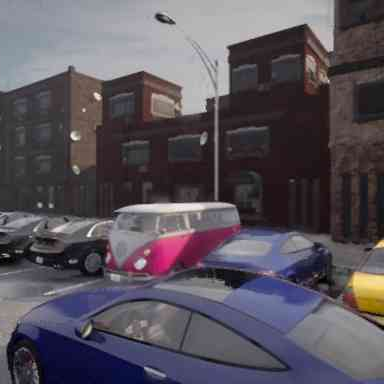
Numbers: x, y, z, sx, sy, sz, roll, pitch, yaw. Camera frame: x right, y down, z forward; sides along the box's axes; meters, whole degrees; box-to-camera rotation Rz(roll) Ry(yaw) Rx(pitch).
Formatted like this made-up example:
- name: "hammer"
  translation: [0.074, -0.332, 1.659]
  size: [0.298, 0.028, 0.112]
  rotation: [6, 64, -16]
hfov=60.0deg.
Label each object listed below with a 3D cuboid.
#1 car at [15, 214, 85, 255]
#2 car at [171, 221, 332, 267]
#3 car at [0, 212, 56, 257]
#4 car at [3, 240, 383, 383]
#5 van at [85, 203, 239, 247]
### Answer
- name: "car"
  translation: [-2.668, 1.553, 10.859]
  size: [2.231, 1.521, 4.892]
  rotation: [-1, 0, 36]
- name: "car"
  translation: [1.820, 1.544, 7.656]
  size: [2.002, 1.452, 4.674]
  rotation: [-1, 0, 36]
- name: "car"
  translation: [-4.910, 1.579, 12.462]
  size: [2.231, 1.521, 4.892]
  rotation: [-1, 0, 36]
- name: "car"
  translation: [0.002, 1.541, 3.379]
  size: [4.674, 1.442, 1.812]
  rotation: [-1, 0, 36]
- name: "van"
  translation: [-0.390, 1.301, 9.095]
  size: [1.878, 1.987, 4.442]
  rotation: [-1, 0, 36]
